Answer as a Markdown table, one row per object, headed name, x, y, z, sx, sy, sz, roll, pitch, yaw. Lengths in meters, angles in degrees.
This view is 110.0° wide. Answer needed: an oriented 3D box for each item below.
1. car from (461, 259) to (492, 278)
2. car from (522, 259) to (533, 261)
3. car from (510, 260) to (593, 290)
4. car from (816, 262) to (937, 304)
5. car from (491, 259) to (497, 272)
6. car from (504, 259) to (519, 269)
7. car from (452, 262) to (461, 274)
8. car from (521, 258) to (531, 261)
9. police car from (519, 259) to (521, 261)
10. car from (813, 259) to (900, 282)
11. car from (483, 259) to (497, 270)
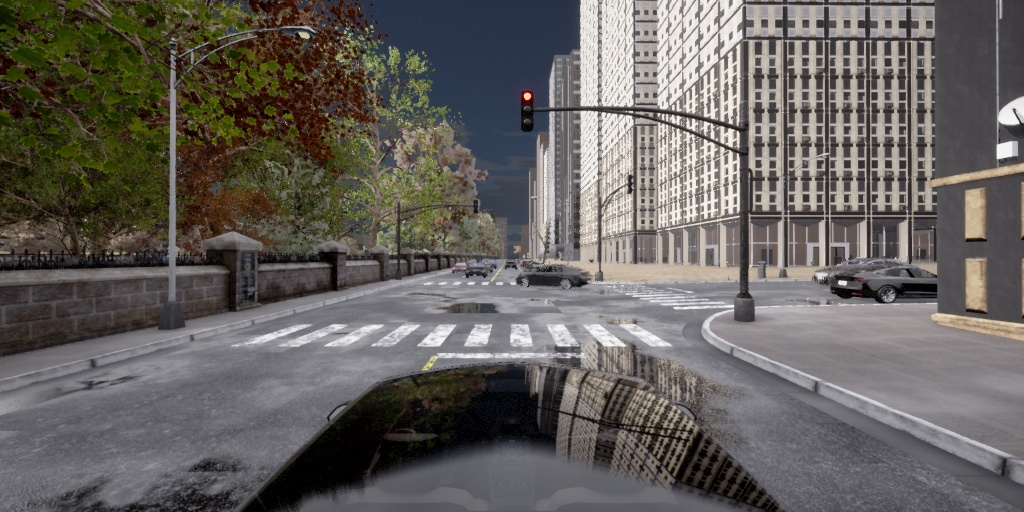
| name | x | y | z | sx | sy | sz | roll | pitch | yaw |
| --- | --- | --- | --- | --- | --- | --- | --- | --- | --- |
| car | -3.266 | 1.311 | 34.174 | 2.033 | 1.411 | 5.357 | 0 | 0 | 0 |
| car | 2.482 | 1.335 | 41.779 | 1.948 | 1.339 | 4.313 | 0 | 0 | 0 |
| car | 2.544 | 1.250 | 22.233 | 4.892 | 1.490 | 1.837 | 0 | 3 | 37 |
| car | 14.627 | 1.026 | 13.628 | 4.313 | 1.339 | 1.948 | 0 | 0 | -1 |
| car | -3.317 | 1.262 | 44.192 | 2.128 | 1.511 | 4.902 | 0 | 0 | 0 |
| car | -0.183 | 1.288 | 56.327 | 1.837 | 1.490 | 4.892 | 0 | 0 | 0 |
| car | -5.898 | 1.351 | 41.735 | 1.802 | 1.307 | 4.207 | 0 | 0 | 0 |
| car | 2.453 | 1.339 | 47.412 | 1.948 | 1.339 | 4.313 | 0 | 0 | 0 |
| police car | 2.807 | 1.218 | 64.571 | 1.930 | 1.638 | 5.238 | 0 | 0 | 0 |
| car | 19.144 | 0.899 | 19.470 | 4.902 | 1.511 | 2.128 | -1 | 0 | -1 |
| car | -3.368 | 1.261 | 56.246 | 1.882 | 1.535 | 5.008 | 0 | 0 | 0 |
